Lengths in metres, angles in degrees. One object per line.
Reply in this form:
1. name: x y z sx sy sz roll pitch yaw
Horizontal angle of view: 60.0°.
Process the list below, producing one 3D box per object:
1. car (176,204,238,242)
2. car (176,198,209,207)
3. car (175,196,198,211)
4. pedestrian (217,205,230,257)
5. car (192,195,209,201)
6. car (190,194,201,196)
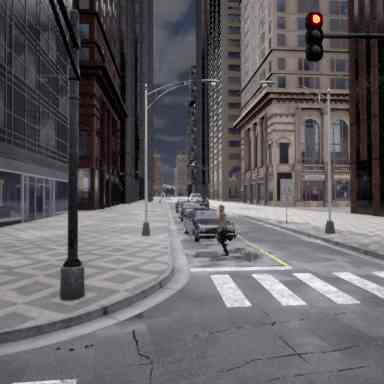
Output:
1. car: 0.700 1.564 16.927 2.033 1.411 5.357 0 0 -10
2. car: -0.088 1.534 27.153 1.837 1.490 4.892 0 0 -5
3. car: -0.920 1.539 37.438 2.128 1.511 4.902 0 0 -5
4. pedestrian: 1.070 1.305 11.529 0.375 1.860 0.375 1 -1 -5
5. car: 1.401 1.572 48.105 1.837 1.490 4.892 0 0 -5
6. car: 0.554 1.314 58.482 2.150 2.045 5.566 0 0 -5
